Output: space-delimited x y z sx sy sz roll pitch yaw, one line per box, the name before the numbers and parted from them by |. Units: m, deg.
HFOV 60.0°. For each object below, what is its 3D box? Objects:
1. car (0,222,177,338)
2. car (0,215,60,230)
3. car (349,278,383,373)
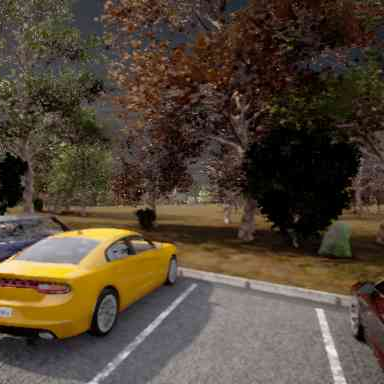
car | -1.809 1.485 6.825 2.097 1.535 5.008 0 -1 16
car | -4.202 1.358 8.560 2.185 1.767 4.553 0 -1 17
car | 3.004 1.518 3.393 2.163 1.488 4.792 0 -1 16
